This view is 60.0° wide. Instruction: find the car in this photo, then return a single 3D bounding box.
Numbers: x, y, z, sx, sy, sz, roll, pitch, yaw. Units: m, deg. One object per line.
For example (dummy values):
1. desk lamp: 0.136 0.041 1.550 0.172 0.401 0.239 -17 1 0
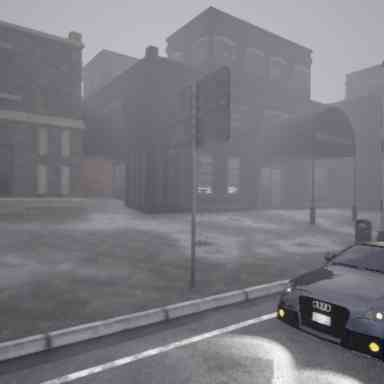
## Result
1. car: 3.442 1.617 5.833 4.181 1.385 1.994 1 0 -35
